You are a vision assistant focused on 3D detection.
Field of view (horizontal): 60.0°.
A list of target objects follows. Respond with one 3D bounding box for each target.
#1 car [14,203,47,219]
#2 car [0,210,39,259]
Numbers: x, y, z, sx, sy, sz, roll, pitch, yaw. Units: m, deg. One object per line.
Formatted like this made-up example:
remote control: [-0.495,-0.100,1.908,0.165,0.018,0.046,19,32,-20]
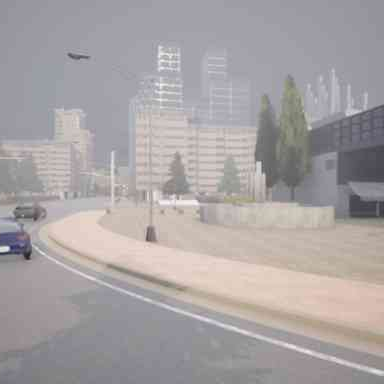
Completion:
car: [-13.787,1.663,28.439,2.128,1.511,4.902,0,-1,-13]
car: [-7.103,1.593,12.067,1.812,1.442,4.674,1,-1,-36]
